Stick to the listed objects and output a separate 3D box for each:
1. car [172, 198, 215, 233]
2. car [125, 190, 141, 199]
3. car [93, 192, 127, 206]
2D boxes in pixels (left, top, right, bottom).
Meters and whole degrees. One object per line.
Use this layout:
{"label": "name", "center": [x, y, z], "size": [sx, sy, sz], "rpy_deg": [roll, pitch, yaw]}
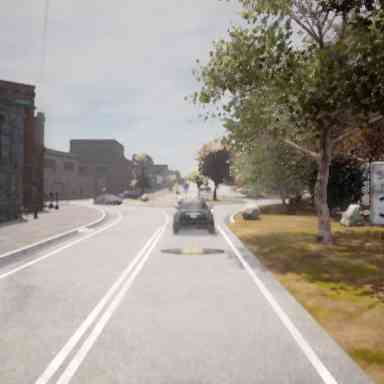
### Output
{"label": "car", "center": [0.099, 1.170, 18.248], "size": [2.097, 1.767, 4.553], "rpy_deg": [0, 1, 1]}
{"label": "car", "center": [-11.170, 0.501, 58.576], "size": [2.097, 1.767, 4.553], "rpy_deg": [-1, -1, 42]}
{"label": "car", "center": [-10.291, 0.943, 40.606], "size": [1.994, 1.385, 4.181], "rpy_deg": [1, 1, -44]}
